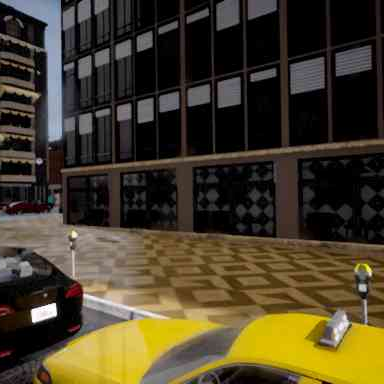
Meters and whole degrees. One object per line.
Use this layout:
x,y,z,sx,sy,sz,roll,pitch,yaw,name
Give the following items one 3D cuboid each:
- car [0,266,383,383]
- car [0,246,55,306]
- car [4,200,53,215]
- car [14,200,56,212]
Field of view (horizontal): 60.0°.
0.737,1.525,2.367,4.829,1.417,1.752,0,-1,35,car
-3.564,1.565,5.413,4.313,1.339,1.947,0,-1,35,car
-15.730,1.562,31.897,1.802,1.307,4.206,-2,-1,35,car
-19.390,1.719,41.247,1.947,1.339,4.313,-2,-1,35,car
